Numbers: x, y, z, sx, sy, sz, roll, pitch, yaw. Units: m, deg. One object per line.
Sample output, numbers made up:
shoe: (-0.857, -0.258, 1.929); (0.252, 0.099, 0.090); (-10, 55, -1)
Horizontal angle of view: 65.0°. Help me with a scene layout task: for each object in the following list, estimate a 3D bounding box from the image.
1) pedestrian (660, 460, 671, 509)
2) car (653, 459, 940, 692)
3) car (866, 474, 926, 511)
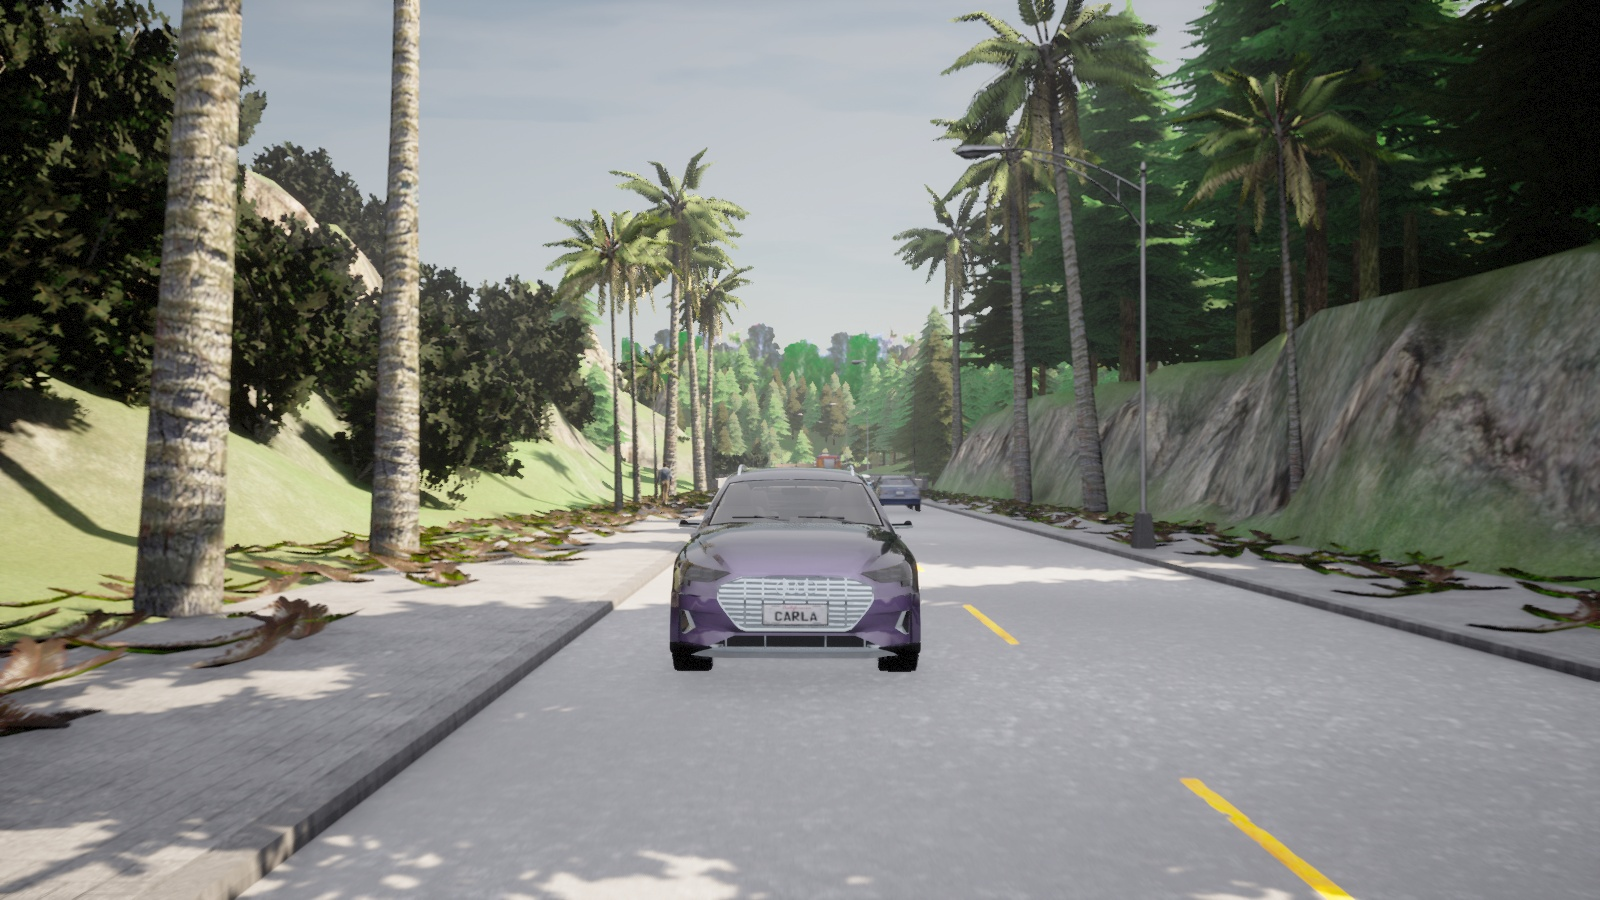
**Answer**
pedestrian: (-5.499, 1.398, 51.160); (0.423, 1.949, 0.788); (0, -1, -8)
car: (-0.031, 0.935, 11.368); (2.033, 1.649, 4.856); (0, -1, 0)
car: (3.837, 1.702, 51.089); (2.033, 1.411, 5.357); (0, -1, 0)
